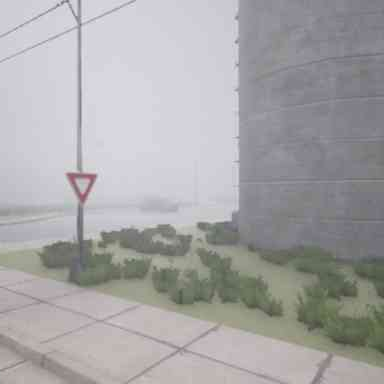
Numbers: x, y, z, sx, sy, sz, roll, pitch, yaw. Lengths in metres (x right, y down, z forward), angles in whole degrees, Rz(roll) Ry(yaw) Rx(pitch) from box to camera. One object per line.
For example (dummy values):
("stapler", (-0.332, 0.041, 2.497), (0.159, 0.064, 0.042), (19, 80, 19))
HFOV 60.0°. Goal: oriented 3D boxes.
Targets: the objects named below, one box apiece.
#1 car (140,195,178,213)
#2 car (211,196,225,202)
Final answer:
("car", (-3.745, 1.506, 37.699), (4.611, 1.667, 2.242), (0, 0, 35))
("car", (6.180, 1.561, 75.301), (3.905, 1.438, 1.784), (0, 0, 35))
